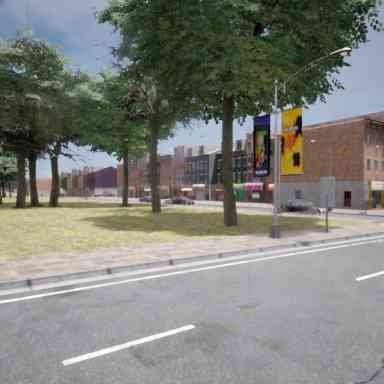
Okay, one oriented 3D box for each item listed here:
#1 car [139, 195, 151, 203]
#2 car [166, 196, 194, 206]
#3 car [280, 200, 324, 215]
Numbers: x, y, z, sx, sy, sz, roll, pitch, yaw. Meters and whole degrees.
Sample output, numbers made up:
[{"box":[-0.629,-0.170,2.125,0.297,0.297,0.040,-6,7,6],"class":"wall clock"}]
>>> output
[{"box":[-8.733,1.400,66.638,2.033,1.411,5.357,1,0,-35],"class":"car"},{"box":[-1.562,1.400,51.694,1.837,1.490,4.892,1,0,-35],"class":"car"},{"box":[11.072,1.555,33.917,2.128,1.511,4.902,1,0,-35],"class":"car"}]
